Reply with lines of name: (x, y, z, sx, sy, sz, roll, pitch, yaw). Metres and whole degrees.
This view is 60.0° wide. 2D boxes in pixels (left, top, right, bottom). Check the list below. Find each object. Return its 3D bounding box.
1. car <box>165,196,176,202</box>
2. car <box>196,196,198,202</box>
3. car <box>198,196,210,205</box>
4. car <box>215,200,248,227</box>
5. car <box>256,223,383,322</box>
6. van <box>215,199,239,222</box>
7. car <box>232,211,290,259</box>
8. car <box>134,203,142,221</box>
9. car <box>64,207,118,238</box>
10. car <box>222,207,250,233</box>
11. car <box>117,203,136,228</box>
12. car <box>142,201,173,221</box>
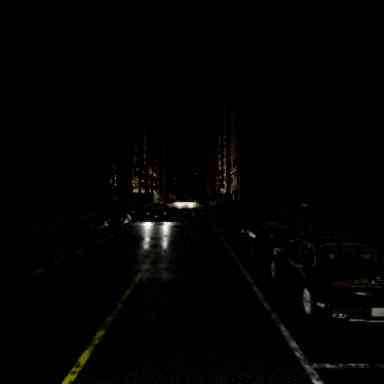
car: (-5.812, 2.143, 84.407, 1.967, 1.590, 4.097, 0, -1, -1)
car: (2.712, 2.298, 84.545, 1.802, 1.307, 4.206, 0, -1, -1)
car: (2.907, 2.055, 73.238, 1.967, 1.590, 4.097, 0, -1, -1)
car: (2.963, 1.510, 23.826, 2.192, 1.841, 5.009, 0, 0, 0)
car: (2.886, 1.614, 7.254, 2.008, 1.369, 4.403, 0, 0, 0)
van: (2.989, 1.580, 29.349, 1.690, 1.788, 3.998, 0, 0, 0)
car: (2.911, 1.658, 12.777, 2.008, 1.369, 4.403, 0, 0, 0)
car: (-5.537, 1.668, 29.383, 1.967, 1.590, 4.097, 0, 0, 0)
car: (-5.589, 1.721, 18.333, 1.802, 1.307, 4.206, 0, 0, 0)
car: (2.937, 1.717, 18.301, 1.947, 1.339, 4.313, 0, 0, 0)
car: (-5.563, 1.749, 23.857, 1.947, 1.339, 4.313, 0, 0, 0)
car: (-2.906, 1.757, 29.412, 1.812, 1.442, 4.674, 0, -1, 1)
